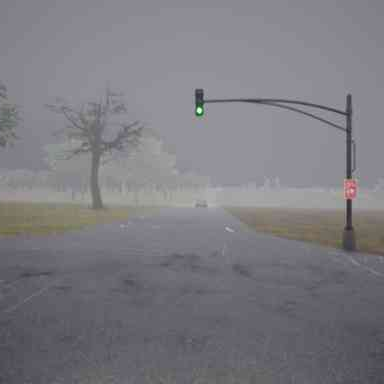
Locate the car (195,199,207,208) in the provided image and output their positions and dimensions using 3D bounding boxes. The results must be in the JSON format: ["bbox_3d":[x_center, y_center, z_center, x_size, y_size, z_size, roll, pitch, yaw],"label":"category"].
[{"bbox_3d":[1.605,1.998,56.680,1.994,1.385,4.181,0,-1,2],"label":"car"}]

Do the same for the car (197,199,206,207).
[{"bbox_3d":[1.931,2.145,66.713,1.837,1.490,4.892,0,-1,2],"label":"car"}]
